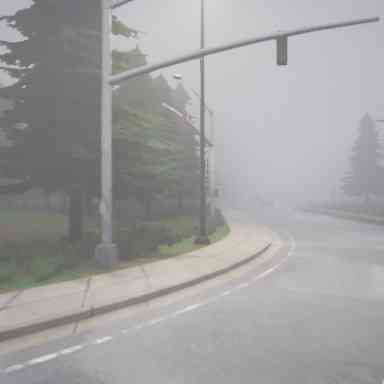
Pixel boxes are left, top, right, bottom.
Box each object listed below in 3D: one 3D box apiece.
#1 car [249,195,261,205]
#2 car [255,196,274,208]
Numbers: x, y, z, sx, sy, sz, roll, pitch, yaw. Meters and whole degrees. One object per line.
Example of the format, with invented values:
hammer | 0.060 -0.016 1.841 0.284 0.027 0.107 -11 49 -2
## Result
car | 12.809 1.627 67.068 2.150 2.045 5.566 0 0 1
car | 12.599 1.885 56.585 2.033 1.411 5.357 0 0 2
